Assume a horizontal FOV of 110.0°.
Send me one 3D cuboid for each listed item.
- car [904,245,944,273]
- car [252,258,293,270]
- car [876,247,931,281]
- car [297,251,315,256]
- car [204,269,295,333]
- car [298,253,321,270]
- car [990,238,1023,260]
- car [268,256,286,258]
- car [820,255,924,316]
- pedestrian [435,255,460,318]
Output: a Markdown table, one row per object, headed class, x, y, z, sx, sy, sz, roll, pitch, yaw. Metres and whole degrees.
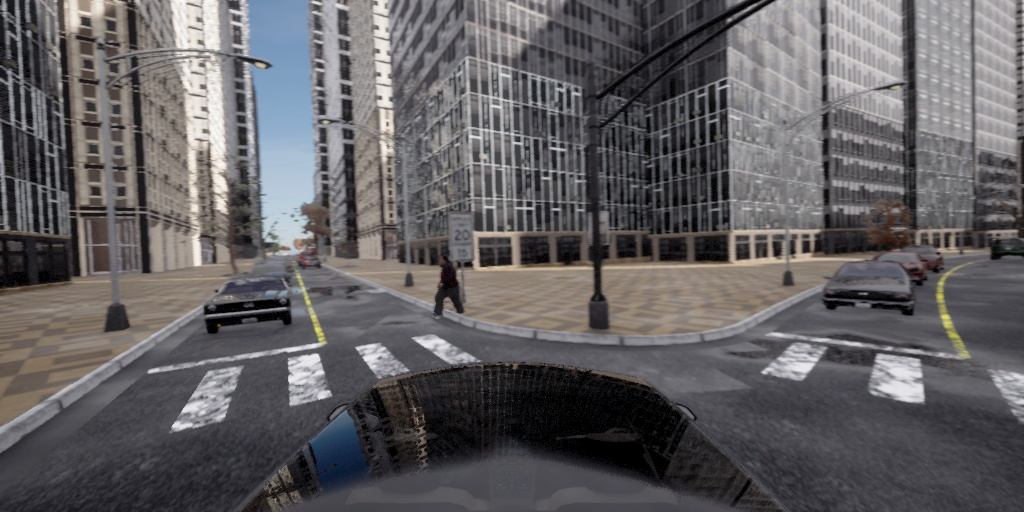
| class | x | y | z | sx | sy | sz | roll | pitch | yaw |
| --- | --- | --- | --- | --- | --- | --- | --- | --- | --- |
| car | 26.694 | 0.101 | 23.652 | 4.553 | 1.767 | 2.097 | -2 | 1 | -36 |
| car | -12.669 | 1.091 | 18.801 | 1.837 | 1.490 | 4.892 | -3 | 2 | -32 |
| car | 18.877 | 0.501 | 17.614 | 5.008 | 1.535 | 1.882 | -2 | 1 | -39 |
| car | -28.427 | 0.343 | 49.836 | 2.150 | 2.045 | 5.566 | -3 | 2 | -32 |
| car | -7.738 | 1.280 | 10.848 | 1.895 | 1.301 | 4.718 | -3 | 2 | -32 |
| car | -23.118 | 0.712 | 41.275 | 2.128 | 1.511 | 4.902 | -3 | 2 | -32 |
| car | 47.223 | -0.654 | 33.892 | 5.566 | 2.045 | 2.150 | -2 | 1 | -32 |
| car | -18.275 | 0.834 | 27.860 | 2.097 | 1.767 | 4.553 | -3 | 2 | -32 |
| car | 11.369 | 0.853 | 11.324 | 5.357 | 1.411 | 2.033 | -2 | 1 | -41 |
| pedestrian | -1.776 | 0.822 | 9.800 | 0.375 | 1.860 | 0.375 | -2 | 1 | -32 |
